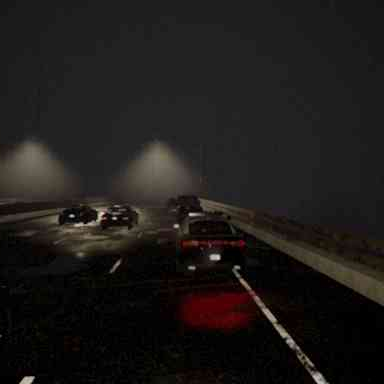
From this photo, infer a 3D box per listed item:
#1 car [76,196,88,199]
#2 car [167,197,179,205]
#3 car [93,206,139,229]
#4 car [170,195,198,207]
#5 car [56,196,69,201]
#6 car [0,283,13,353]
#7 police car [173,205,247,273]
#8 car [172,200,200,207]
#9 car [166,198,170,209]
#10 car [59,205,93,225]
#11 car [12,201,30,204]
[{"bbox_3d":[-25.417,1.585,76.759,1.812,1.442,4.674,0,0,-3],"label":"car"},{"bbox_3d":[-3.614,1.661,63.344,2.033,1.411,5.357,0,0,-3],"label":"car"},{"bbox_3d":[-4.643,1.590,21.799,2.033,1.411,5.357,0,0,-3],"label":"car"},{"bbox_3d":[-0.472,1.272,26.850,2.150,2.045,5.566,0,0,-3],"label":"car"},{"bbox_3d":[-28.768,1.655,74.062,1.994,1.385,4.181,0,0,-3],"label":"car"},{"bbox_3d":[-3.563,1.360,2.985,2.097,1.767,4.553,0,0,-3],"label":"car"},{"bbox_3d":[0.437,1.446,10.957,1.930,1.638,5.238,0,0,-3],"label":"police car"},{"bbox_3d":[-0.128,1.517,20.830,1.882,1.535,5.008,0,0,-3],"label":"car"},{"bbox_3d":[-2.662,1.592,47.259,1.837,1.490,4.892,0,0,-3],"label":"car"},{"bbox_3d":[-8.312,1.614,24.671,1.994,1.385,4.181,0,0,-3],"label":"car"},{"bbox_3d":[-19.813,1.681,38.400,1.895,1.301,4.718,0,0,-3],"label":"car"}]
